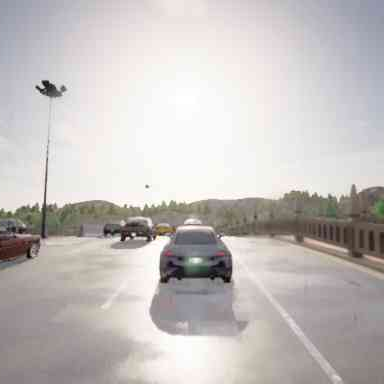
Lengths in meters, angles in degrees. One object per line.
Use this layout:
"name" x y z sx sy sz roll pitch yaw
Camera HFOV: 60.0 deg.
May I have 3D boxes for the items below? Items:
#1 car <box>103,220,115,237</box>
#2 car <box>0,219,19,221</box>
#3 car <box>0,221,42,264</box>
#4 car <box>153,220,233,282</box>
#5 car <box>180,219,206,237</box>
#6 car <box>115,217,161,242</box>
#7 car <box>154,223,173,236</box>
"car" -6.909 3.436 31.212 2.128 1.511 4.902 0 -7 0
"car" -14.007 2.763 24.666 1.837 1.490 4.892 0 -6 0
"car" -6.903 1.831 11.117 1.895 1.301 4.718 0 -2 0
"car" 0.097 1.760 10.318 1.994 1.385 4.181 0 -2 0
"car" 0.091 3.299 30.122 2.128 1.511 4.902 0 -7 0
"car" -3.406 2.438 21.862 1.837 1.490 4.892 0 -5 0
"car" -3.410 4.605 40.307 1.882 1.535 5.008 0 -7 0
